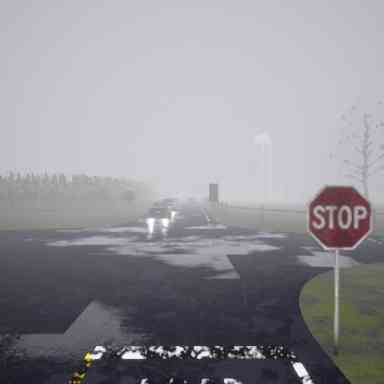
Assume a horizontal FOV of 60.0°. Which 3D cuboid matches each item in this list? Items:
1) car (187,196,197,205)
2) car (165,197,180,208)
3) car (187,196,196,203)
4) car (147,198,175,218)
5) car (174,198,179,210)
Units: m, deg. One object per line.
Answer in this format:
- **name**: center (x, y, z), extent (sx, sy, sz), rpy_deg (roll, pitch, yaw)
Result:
- **car**: center (0.003, 1.569, 61.164), extent (2.033, 1.411, 5.357), rpy_deg (0, 0, 0)
- **car**: center (-2.905, 1.558, 50.961), extent (2.033, 1.411, 5.357), rpy_deg (0, 0, 0)
- **car**: center (-0.119, 1.561, 71.613), extent (1.812, 1.442, 4.674), rpy_deg (0, 0, 0)
- **car**: center (-2.884, 1.561, 30.493), extent (1.994, 1.385, 4.181), rpy_deg (0, 0, 0)
- **car**: center (-2.906, 1.528, 40.462), extent (1.812, 1.442, 4.674), rpy_deg (0, 0, 0)
